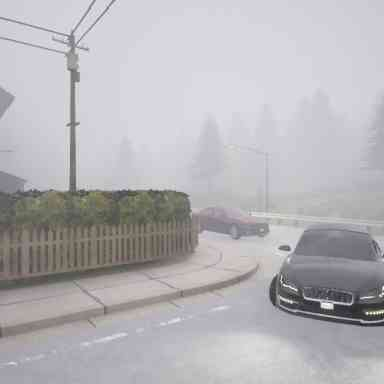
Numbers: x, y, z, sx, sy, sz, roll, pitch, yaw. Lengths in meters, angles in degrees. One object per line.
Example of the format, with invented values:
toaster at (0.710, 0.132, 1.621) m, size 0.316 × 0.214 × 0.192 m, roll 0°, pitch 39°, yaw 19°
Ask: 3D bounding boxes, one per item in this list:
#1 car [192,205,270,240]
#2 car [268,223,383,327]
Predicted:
car at (1.870, 1.478, 17.440) m, size 1.882 × 1.535 × 5.008 m, roll 0°, pitch 0°, yaw -33°
car at (3.168, 1.505, 7.304) m, size 1.837 × 1.490 × 4.892 m, roll 0°, pitch 0°, yaw 27°
